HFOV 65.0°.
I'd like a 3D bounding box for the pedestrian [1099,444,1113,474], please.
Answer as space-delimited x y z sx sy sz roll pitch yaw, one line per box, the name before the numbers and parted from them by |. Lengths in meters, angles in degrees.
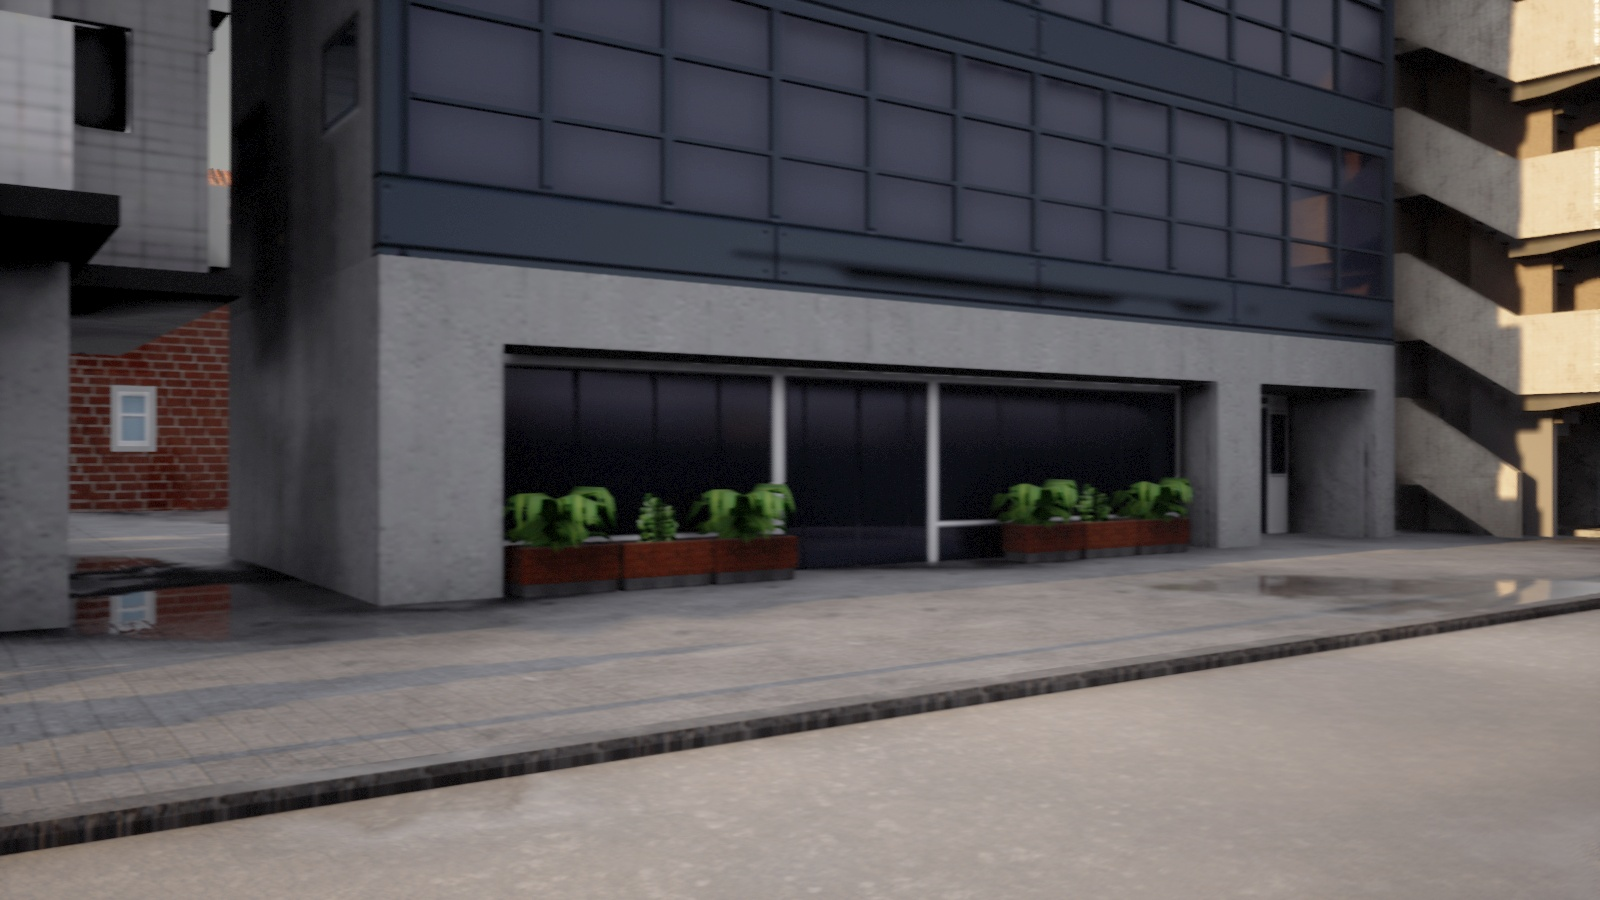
pedestrian | 18.591 0.533 76.233 0.402 1.842 0.726 0 0 -36
